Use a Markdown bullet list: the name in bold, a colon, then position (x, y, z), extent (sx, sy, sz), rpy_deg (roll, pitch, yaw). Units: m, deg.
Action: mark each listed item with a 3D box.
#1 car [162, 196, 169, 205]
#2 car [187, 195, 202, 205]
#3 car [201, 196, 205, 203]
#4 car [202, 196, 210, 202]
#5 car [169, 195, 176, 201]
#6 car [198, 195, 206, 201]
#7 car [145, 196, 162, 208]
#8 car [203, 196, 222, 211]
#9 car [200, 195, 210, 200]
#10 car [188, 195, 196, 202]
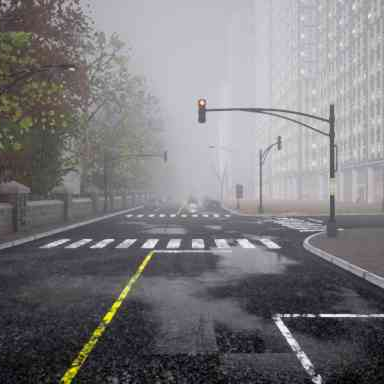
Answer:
- **car**: position (-5.657, 1.477, 58.444), extent (1.967, 1.590, 4.097), rpy_deg (0, 0, 0)
- **car**: position (0.132, 1.528, 57.665), extent (2.128, 1.511, 4.902), rpy_deg (0, 0, 0)
- **car**: position (2.717, 1.591, 47.174), extent (1.947, 1.339, 4.313), rpy_deg (0, 0, 0)
- **car**: position (3.191, 1.589, 76.853), extent (1.812, 1.442, 4.674), rpy_deg (0, 0, 0)
- **car**: position (-5.642, 1.625, 86.605), extent (1.887, 1.381, 4.507), rpy_deg (0, 0, 0)
- **car**: position (2.742, 1.641, 92.232), extent (2.008, 1.369, 4.403), rpy_deg (0, 0, 0)
- **car**: position (-5.664, 1.607, 47.179), extent (1.802, 1.307, 4.206), rpy_deg (0, 0, 0)
- **car**: position (2.713, 1.586, 41.541), extent (1.947, 1.339, 4.313), rpy_deg (0, 0, 0)
- **car**: position (2.720, 1.597, 52.807), extent (1.947, 1.339, 4.313), rpy_deg (0, 0, 0)
- **car**: position (0.043, 1.569, 80.081), extent (1.837, 1.490, 4.892), rpy_deg (0, 0, 0)
